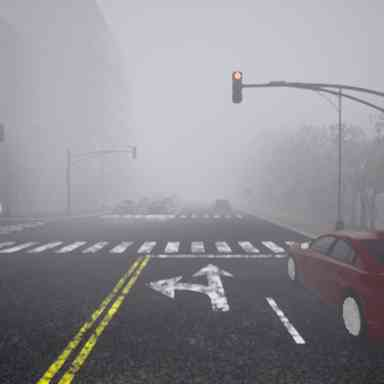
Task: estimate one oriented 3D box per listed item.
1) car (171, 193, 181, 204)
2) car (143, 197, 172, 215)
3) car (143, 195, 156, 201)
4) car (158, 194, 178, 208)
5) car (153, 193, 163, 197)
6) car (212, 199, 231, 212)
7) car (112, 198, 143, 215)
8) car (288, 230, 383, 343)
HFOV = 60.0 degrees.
[{"bbox_3d":[-3.309,1.207,63.209,2.150,2.045,5.566,0,0,1],"label":"car"},{"bbox_3d":[-3.354,1.549,33.484,1.994,1.385,4.181,0,0,0],"label":"car"},{"bbox_3d":[-6.601,1.510,47.433,1.812,1.442,4.674,0,0,0],"label":"car"},{"bbox_3d":[-3.353,1.487,47.429,1.837,1.490,4.892,0,1,0],"label":"car"},{"bbox_3d":[-6.552,1.210,64.014,2.150,2.045,5.566,0,0,0],"label":"car"},{"bbox_3d":[3.346,1.510,38.059,1.812,1.442,4.674,0,0,0],"label":"car"},{"bbox_3d":[-6.733,1.511,34.447,1.812,1.442,4.674,0,0,3],"label":"car"},{"bbox_3d":[3.349,1.474,6.460,1.882,1.535,5.008,0,0,0],"label":"car"}]
